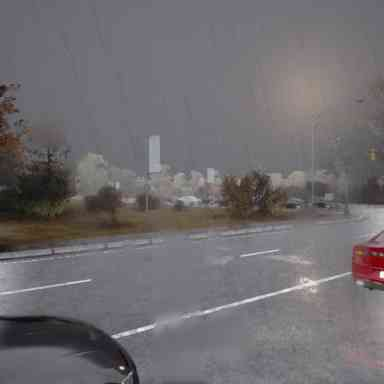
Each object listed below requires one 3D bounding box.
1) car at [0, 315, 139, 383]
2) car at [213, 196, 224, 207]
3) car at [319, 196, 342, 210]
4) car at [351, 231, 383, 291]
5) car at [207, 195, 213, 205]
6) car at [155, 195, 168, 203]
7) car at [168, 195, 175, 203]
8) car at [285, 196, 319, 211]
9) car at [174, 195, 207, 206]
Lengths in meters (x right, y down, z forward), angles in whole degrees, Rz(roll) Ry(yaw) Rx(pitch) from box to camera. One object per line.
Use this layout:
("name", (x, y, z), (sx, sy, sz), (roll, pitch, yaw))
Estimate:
("car", (-2.647, 1.492, 1.839), (4.902, 1.511, 2.128), (0, 0, -36))
("car", (5.399, 1.143, 44.285), (2.097, 1.767, 4.553), (-1, 0, -39))
("car", (14.713, 1.246, 38.268), (2.128, 1.511, 4.902), (-1, 0, -39))
("car", (5.776, 1.445, 7.856), (5.008, 1.535, 1.882), (0, 0, -35))
("car", (2.666, 1.256, 53.307), (2.128, 1.511, 4.902), (-1, 0, -39))
("car", (-6.894, 1.326, 59.719), (1.812, 1.442, 4.674), (-1, 0, -38))
("car", (-3.828, 1.261, 61.479), (2.128, 1.511, 4.902), (-1, 0, -38))
("car", (11.099, 1.277, 37.168), (2.128, 1.511, 4.902), (-1, 0, -39))
("car", (-0.270, 1.321, 51.366), (1.812, 1.442, 4.674), (-1, 0, -38))
